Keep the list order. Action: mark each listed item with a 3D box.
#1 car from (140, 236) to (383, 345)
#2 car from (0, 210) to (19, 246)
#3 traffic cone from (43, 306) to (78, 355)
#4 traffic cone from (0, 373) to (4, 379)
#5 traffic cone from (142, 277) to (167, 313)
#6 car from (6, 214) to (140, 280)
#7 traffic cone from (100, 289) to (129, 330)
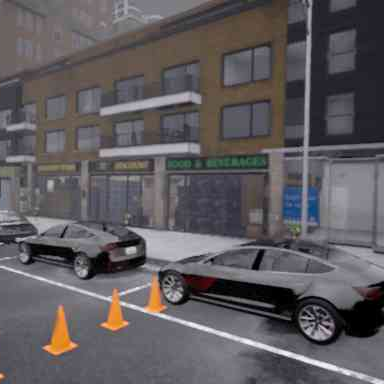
[{"bbox_3d":[1.309,1.549,6.284,4.313,1.339,1.947,1,1,36],"label":"car"},{"bbox_3d":[-7.739,1.383,12.834,4.403,1.369,2.008,1,1,36],"label":"car"},{"bbox_3d":[-1.862,1.908,4.710,0.340,0.580,0.340,1,0,36],"label":"traffic cone"},{"bbox_3d":[-2.449,1.905,3.899,0.340,0.580,0.340,1,0,36],"label":"traffic cone"},{"bbox_3d":[-0.702,1.913,6.297,0.340,0.580,0.340,1,0,33],"label":"traffic cone"},{"bbox_3d":[-3.215,1.474,9.559,4.313,1.339,1.947,1,1,36],"label":"car"},{"bbox_3d":[-1.276,1.910,5.520,0.340,0.580,0.340,1,0,36],"label":"traffic cone"}]
